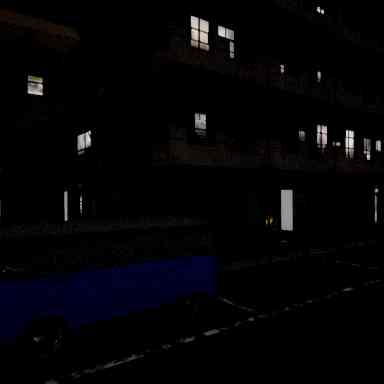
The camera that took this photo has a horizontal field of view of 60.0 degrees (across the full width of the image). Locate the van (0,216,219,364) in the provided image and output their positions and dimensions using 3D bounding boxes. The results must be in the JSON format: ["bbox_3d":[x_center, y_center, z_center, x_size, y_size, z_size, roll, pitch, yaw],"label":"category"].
[{"bbox_3d":[-1.424,1.341,5.554,3.998,1.788,1.690,0,0,-36],"label":"van"}]
